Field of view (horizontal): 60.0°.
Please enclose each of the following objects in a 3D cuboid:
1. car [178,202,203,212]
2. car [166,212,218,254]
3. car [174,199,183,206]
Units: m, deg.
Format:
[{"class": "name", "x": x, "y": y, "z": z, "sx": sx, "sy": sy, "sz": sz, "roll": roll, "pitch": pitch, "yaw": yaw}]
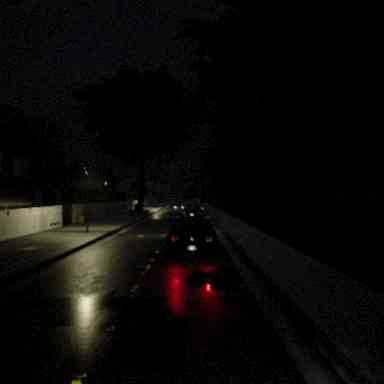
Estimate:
[{"class": "car", "x": 0.004, "y": 1.855, "z": 29.320, "sx": 1.994, "sy": 1.385, "sz": 4.181, "roll": 0, "pitch": -1, "yaw": 0}, {"class": "car", "x": 0.001, "y": 1.737, "z": 14.141, "sx": 1.895, "sy": 1.301, "sz": 4.718, "roll": 0, "pitch": -1, "yaw": 0}, {"class": "car", "x": -2.752, "y": 2.240, "z": 71.020, "sx": 1.837, "sy": 1.490, "sz": 4.892, "roll": 0, "pitch": -1, "yaw": 0}]
